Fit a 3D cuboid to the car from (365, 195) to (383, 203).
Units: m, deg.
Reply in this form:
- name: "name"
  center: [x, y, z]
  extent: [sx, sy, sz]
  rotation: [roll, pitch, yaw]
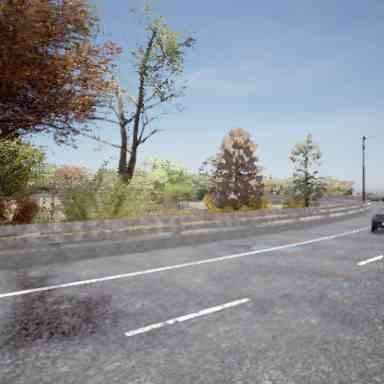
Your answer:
- name: "car"
  center: [38.310, 1.471, 71.004]
  extent: [2.128, 1.511, 4.902]
  rotation: [0, 0, 9]

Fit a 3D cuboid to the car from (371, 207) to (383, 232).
- name: "car"
  center: [12.024, 1.560, 19.586]
  extent: [1.812, 1.442, 4.674]
  rotation: [0, 0, 44]
